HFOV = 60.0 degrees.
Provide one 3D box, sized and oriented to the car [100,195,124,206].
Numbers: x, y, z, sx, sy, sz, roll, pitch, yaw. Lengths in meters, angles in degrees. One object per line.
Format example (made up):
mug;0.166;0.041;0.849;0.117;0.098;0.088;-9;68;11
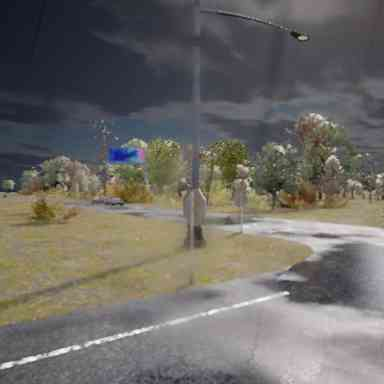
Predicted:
car;-12.815;1.615;54.607;2.033;1.411;5.357;1;0;-33

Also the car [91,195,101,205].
car;-16.782;1.407;60.501;2.097;1.767;4.553;1;0;-34
